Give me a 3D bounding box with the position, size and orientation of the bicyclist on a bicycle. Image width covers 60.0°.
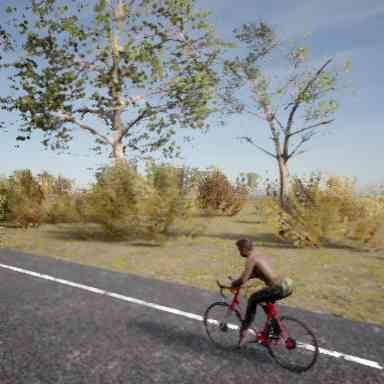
[{"bbox_3d":[0.847,1.451,4.452,1.656,1.620,0.582,0,0,35],"label":"bicyclist on a bicycle"}]
